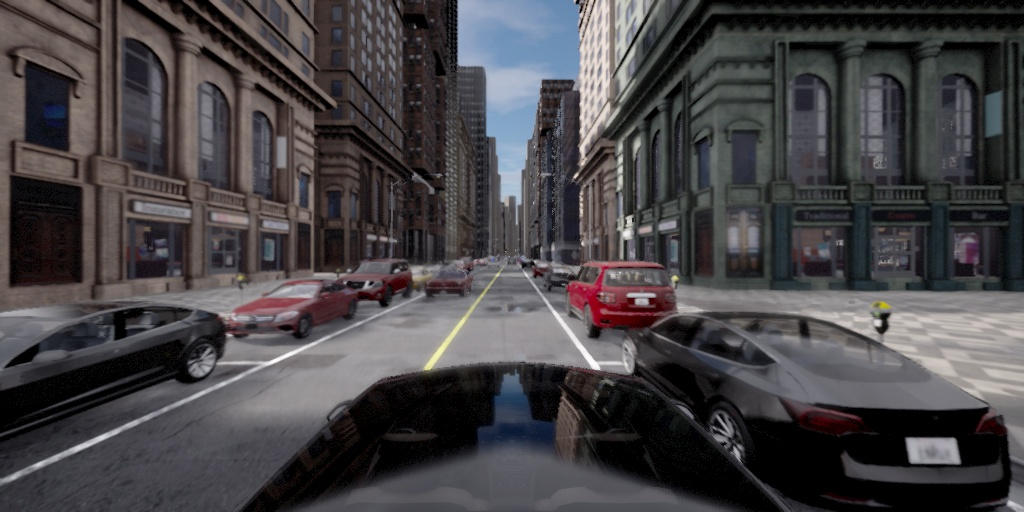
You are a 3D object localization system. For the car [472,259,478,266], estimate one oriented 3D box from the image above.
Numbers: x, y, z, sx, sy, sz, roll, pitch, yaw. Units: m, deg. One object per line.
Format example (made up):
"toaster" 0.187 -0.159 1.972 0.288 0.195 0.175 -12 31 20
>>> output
"car" -5.759 1.022 43.645 2.192 1.841 5.009 0 0 0

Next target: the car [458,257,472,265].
"car" -5.760 1.153 38.043 1.967 1.591 4.097 0 0 0

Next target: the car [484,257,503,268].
"car" -3.038 1.293 59.603 1.895 1.301 4.718 0 0 1

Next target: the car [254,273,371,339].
"car" -5.762 1.323 10.034 1.802 1.307 4.207 0 0 0

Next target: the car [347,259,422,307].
"car" -5.761 1.050 15.636 2.192 1.841 5.009 0 0 0

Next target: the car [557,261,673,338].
"car" 2.763 1.056 10.037 2.192 1.841 5.009 0 0 0

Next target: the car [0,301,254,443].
"car" -5.762 1.313 4.433 1.948 1.339 4.313 0 0 0

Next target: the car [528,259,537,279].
"car" 2.765 1.263 32.446 1.888 1.381 4.507 0 0 0

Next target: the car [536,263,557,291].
"car" 2.764 1.280 21.242 2.007 1.370 4.403 0 0 0

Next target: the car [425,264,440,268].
"car" -5.761 1.255 21.068 1.751 1.417 4.829 0 0 0

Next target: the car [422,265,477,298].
"car" -3.099 1.333 18.423 1.895 1.301 4.718 0 0 0

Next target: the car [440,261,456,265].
"car" -5.761 1.275 26.839 2.007 1.370 4.403 0 0 0

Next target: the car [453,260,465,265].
"car" -5.760 1.284 32.442 1.948 1.339 4.313 0 0 0

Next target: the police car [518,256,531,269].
"police car" 2.370 1.121 54.246 1.930 1.638 5.238 0 0 0

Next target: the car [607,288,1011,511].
"car" 2.763 1.313 4.435 1.948 1.339 4.313 0 0 0
